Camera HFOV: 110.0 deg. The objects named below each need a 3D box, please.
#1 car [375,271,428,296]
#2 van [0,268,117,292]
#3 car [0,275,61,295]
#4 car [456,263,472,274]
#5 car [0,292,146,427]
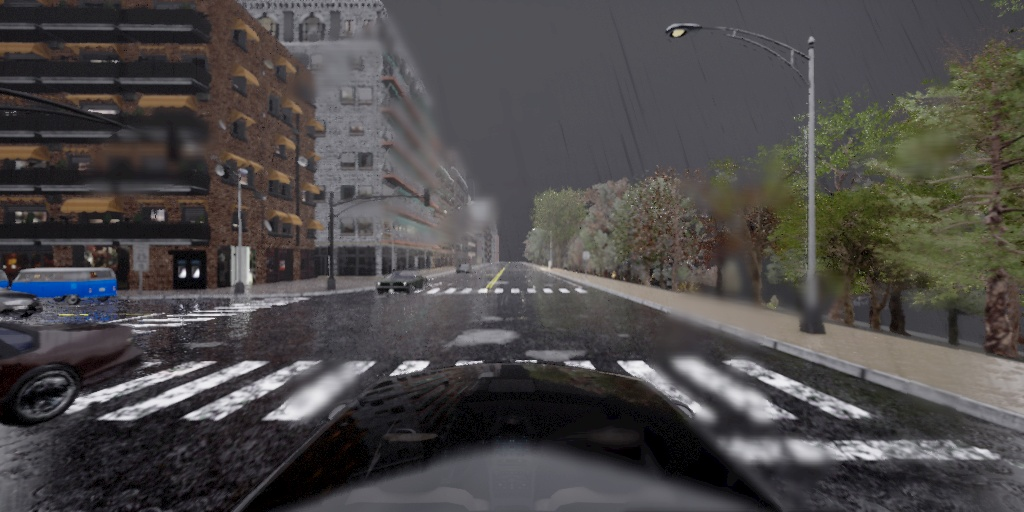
[{"bbox_3d":[-6.524,1.573,21.595,1.895,1.301,4.718,0,0,0],"label":"car"},{"bbox_3d":[-22.737,1.510,18.265,3.998,1.789,1.690,0,0,-1],"label":"van"},{"bbox_3d":[-19.675,1.589,12.530,4.902,1.511,2.128,-1,0,-1],"label":"car"},{"bbox_3d":[-6.554,1.782,49.234,1.837,1.490,4.892,0,1,0],"label":"car"},{"bbox_3d":[-6.500,1.305,3.005,2.033,1.411,5.357,0,0,0],"label":"car"}]
